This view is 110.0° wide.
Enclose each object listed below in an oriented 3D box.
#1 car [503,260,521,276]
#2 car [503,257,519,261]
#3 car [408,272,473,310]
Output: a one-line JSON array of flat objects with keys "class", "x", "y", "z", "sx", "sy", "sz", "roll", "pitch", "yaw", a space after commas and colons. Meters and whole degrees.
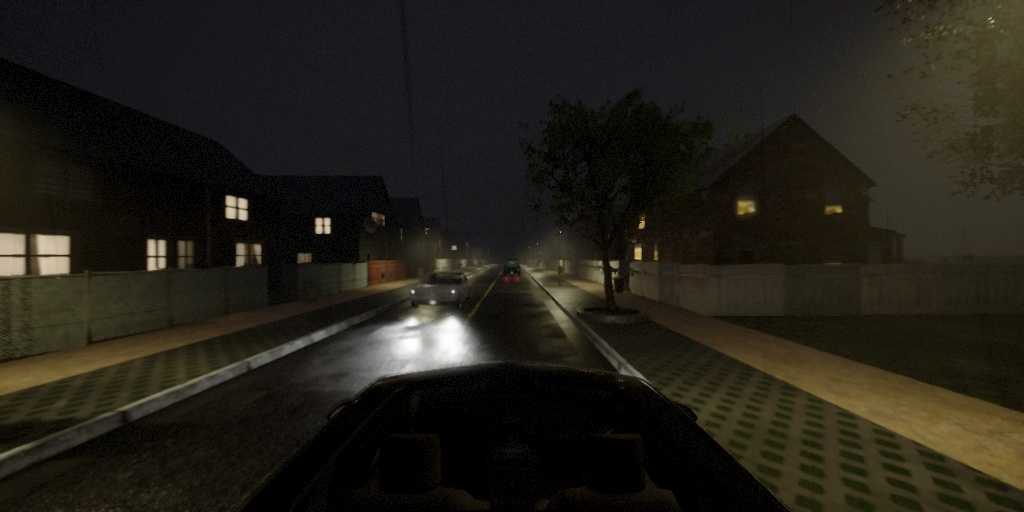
[{"class": "car", "x": 0.002, "y": 1.431, "z": 38.605, "sx": 1.895, "sy": 1.301, "sz": 4.718, "roll": 0, "pitch": 0, "yaw": 0}, {"class": "car", "x": 0.006, "y": 1.108, "z": 49.678, "sx": 2.150, "sy": 2.045, "sz": 5.566, "roll": 0, "pitch": 0, "yaw": 0}, {"class": "car", "x": -2.800, "y": 1.359, "z": 14.948, "sx": 1.895, "sy": 1.301, "sz": 4.718, "roll": 0, "pitch": 0, "yaw": 0}]
